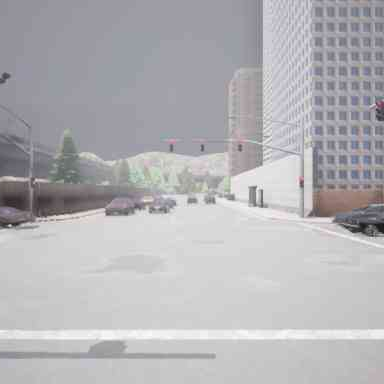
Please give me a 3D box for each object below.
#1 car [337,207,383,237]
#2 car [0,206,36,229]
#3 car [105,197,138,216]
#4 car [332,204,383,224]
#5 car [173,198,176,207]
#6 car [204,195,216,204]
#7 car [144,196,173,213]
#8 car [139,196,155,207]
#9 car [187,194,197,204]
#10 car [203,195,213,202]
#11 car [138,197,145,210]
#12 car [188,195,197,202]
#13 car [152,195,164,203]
[{"bbox_3d":[10.620,1.655,17.701,4.718,1.301,1.895,0,0,0],"label":"car"},{"bbox_3d":[-12.892,1.588,21.174,5.357,1.411,2.033,-1,0,0],"label":"car"},{"bbox_3d":[-7.059,1.351,32.911,2.097,1.767,4.553,0,0,0],"label":"car"},{"bbox_3d":[11.653,1.559,21.432,4.892,1.490,1.837,0,0,4],"label":"car"},{"bbox_3d":[-3.550,1.562,45.416,1.994,1.385,4.181,0,0,-1],"label":"car"},{"bbox_3d":[3.568,1.502,64.280,1.837,1.490,4.892,0,0,0],"label":"car"},{"bbox_3d":[-3.550,1.490,36.497,2.128,1.511,4.902,0,0,0],"label":"car"},{"bbox_3d":[-7.031,1.475,52.509,1.882,1.535,5.008,0,0,0],"label":"car"},{"bbox_3d":[0.068,1.475,64.284,1.882,1.535,5.008,0,0,0],"label":"car"},{"bbox_3d":[3.578,1.364,74.502,2.033,1.411,5.357,0,0,0],"label":"car"},{"bbox_3d":[-7.049,1.599,41.897,1.895,1.301,4.718,0,0,0],"label":"car"},{"bbox_3d":[0.078,1.325,74.507,1.837,1.490,4.892,0,0,0],"label":"car"},{"bbox_3d":[-6.936,1.475,68.130,1.882,1.535,5.008,0,0,0],"label":"car"}]
